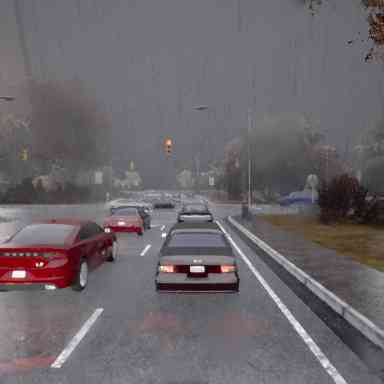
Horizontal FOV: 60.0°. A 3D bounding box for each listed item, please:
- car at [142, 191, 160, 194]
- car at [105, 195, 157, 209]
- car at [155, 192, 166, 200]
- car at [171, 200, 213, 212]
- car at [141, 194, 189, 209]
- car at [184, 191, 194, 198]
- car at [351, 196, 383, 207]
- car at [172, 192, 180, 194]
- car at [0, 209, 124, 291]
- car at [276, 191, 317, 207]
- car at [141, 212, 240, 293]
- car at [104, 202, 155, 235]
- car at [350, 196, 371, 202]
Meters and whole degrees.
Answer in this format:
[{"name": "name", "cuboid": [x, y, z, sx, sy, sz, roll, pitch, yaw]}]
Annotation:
[{"name": "car", "cuboid": [-7.066, 0.790, 55.237, 2.150, 2.045, 5.566, 0, 1, 0]}, {"name": "car", "cuboid": [-5.933, 1.303, 31.368, 4.674, 1.442, 1.812, 0, 1, -3]}, {"name": "car", "cuboid": [-7.086, 0.871, 75.797, 2.128, 1.511, 4.902, 0, 1, -1]}, {"name": "car", "cuboid": [0.138, 1.380, 18.611, 2.128, 1.511, 4.902, 0, 0, -1]}, {"name": "car", "cuboid": [-3.053, 1.236, 35.035, 4.902, 1.511, 2.128, 0, 1, -3]}, {"name": "car", "cuboid": [-0.449, 0.714, 86.177, 2.128, 1.511, 4.902, 0, 1, -4]}, {"name": "car", "cuboid": [24.086, 1.216, 43.767, 5.357, 1.411, 2.033, 0, 1, -3]}, {"name": "car", "cuboid": [-3.720, 0.803, 80.827, 2.128, 1.511, 4.902, 0, 1, -3]}, {"name": "car", "cuboid": [-3.393, 1.445, 8.993, 1.882, 1.535, 5.008, 0, 0, 0]}, {"name": "car", "cuboid": [13.785, 0.895, 43.189, 5.566, 2.045, 2.150, 0, 1, -4]}, {"name": "car", "cuboid": [0.104, 1.515, 8.919, 2.033, 1.411, 5.357, 0, 0, 0]}, {"name": "car", "cuboid": [-3.390, 1.458, 17.980, 1.994, 1.385, 4.181, 0, 1, 0]}, {"name": "car", "cuboid": [19.441, 1.259, 36.293, 4.674, 1.442, 1.812, 0, 1, -3]}]
